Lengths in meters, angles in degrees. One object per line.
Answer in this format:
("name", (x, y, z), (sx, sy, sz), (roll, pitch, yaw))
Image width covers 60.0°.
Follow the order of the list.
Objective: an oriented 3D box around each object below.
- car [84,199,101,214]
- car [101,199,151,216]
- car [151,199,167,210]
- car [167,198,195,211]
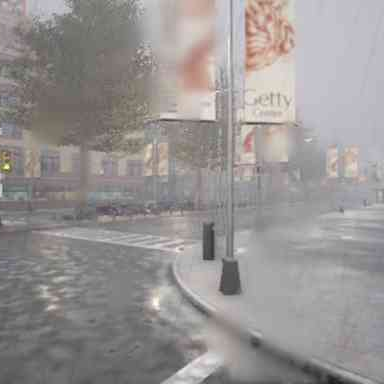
("car", (-9.589, 1.483, 34.561), (2.128, 1.511, 4.902), (0, 0, 36))
("car", (-6.462, 1.556, 32.936), (1.994, 1.385, 4.181), (0, 0, 35))
("car", (-3.819, 1.555, 42.695), (1.994, 1.385, 4.181), (0, 0, 36))
("car", (-0.622, 1.518, 41.143), (1.812, 1.442, 4.674), (0, 0, 35))
